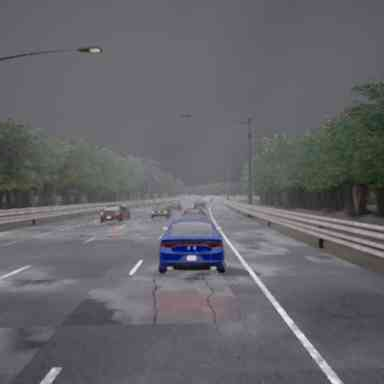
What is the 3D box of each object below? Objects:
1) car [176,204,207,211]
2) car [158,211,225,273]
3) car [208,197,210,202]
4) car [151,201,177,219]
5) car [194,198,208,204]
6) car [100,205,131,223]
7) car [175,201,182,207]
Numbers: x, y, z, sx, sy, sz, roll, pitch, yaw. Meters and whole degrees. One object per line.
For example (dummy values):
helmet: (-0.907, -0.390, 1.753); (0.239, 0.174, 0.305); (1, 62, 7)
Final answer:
car: (0.140, 1.861, 24.393); (1.994, 1.385, 4.181); (0, -1, 1)
car: (-0.002, 1.609, 11.190); (1.882, 1.535, 5.008); (0, -1, 0)
car: (3.026, 2.418, 84.857); (1.882, 1.535, 5.008); (0, -1, 5)
car: (-3.046, 1.967, 33.987); (2.033, 1.411, 5.357); (0, -1, 1)
car: (1.450, 2.056, 61.017); (2.097, 1.767, 4.553); (0, -1, 3)
car: (-6.677, 1.901, 29.190); (1.812, 1.442, 4.674); (0, -1, 1)
car: (-2.498, 2.088, 49.720); (2.128, 1.511, 4.902); (0, -1, 3)
